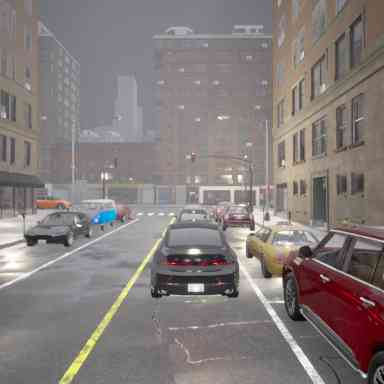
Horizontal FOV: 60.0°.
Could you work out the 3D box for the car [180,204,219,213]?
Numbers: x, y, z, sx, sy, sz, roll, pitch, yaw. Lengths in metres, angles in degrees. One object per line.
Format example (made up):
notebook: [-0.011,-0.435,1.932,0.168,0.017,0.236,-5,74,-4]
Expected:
car: [0.086,1.543,15.991,1.812,1.442,4.674,0,0,0]

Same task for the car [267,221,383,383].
car: [2.675,1.318,4.235,2.192,1.841,5.009,1,0,0]

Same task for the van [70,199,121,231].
van: [-5.865,1.364,20.677,1.690,1.788,3.998,1,0,0]

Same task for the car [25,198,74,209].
car: [-18.015,1.456,42.307,5.357,1.411,2.033,0,-1,0]

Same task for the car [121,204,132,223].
car: [-5.872,1.576,26.160,1.887,1.381,4.507,1,0,0]

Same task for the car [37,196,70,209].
car: [-16.417,1.235,39.051,4.553,1.767,2.097,0,-1,0]

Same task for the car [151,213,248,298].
car: [0.041,1.512,8.533,1.837,1.490,4.892,0,0,-1]

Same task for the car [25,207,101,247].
car: [-5.863,1.581,15.195,1.947,1.339,4.313,1,0,0]

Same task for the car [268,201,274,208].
car: [13.420,1.578,48.838,4.553,1.767,2.097,0,-1,0]

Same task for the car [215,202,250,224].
car: [2.659,1.463,20.683,1.967,1.590,4.097,1,0,0]

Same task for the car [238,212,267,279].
car: [2.668,1.534,9.888,1.752,1.417,4.829,1,0,0]

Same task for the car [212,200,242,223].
car: [2.655,1.471,26.166,1.967,1.590,4.097,1,0,0]
